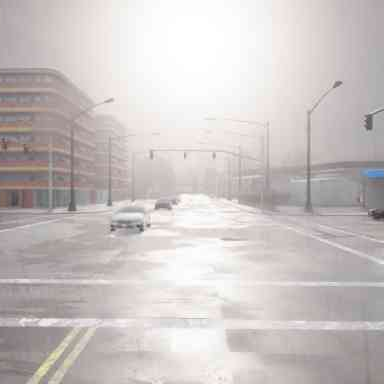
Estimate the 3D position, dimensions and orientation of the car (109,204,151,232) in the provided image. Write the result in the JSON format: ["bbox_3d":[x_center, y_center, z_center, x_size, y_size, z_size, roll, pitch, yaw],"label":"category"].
[{"bbox_3d":[-3.580,1.492,19.926,1.812,1.442,4.674,0,0,0],"label":"car"}]

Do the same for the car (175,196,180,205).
[{"bbox_3d":[-3.532,1.600,58.044,1.895,1.301,4.718,0,0,0],"label":"car"}]

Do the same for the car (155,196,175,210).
[{"bbox_3d":[-3.564,1.478,42.186,1.882,1.535,5.008,0,0,0],"label":"car"}]

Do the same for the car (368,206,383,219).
[{"bbox_3d":[16.630,1.505,26.469,4.892,1.490,1.837,0,0,0],"label":"car"}]
